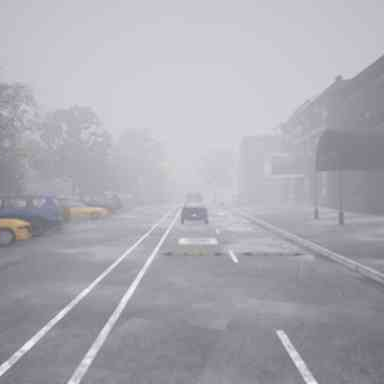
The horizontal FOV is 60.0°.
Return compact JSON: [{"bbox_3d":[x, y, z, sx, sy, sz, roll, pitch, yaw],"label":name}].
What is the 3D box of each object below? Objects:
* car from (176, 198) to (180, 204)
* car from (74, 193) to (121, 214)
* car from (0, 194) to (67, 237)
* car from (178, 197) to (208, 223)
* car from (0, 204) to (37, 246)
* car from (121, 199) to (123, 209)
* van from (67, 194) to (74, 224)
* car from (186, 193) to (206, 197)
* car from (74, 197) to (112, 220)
[{"bbox_3d":[-2.560,2.064,78.952,1.994,1.385,4.181,0,-1,3],"label":"car"},{"bbox_3d":[-9.354,1.146,28.584,5.566,2.045,2.435,-1,0,-20],"label":"car"},{"bbox_3d":[-9.439,1.199,16.717,5.566,2.045,2.435,-1,0,-20],"label":"car"},{"bbox_3d":[0.160,1.410,24.880,1.882,1.535,5.008,0,0,0],"label":"car"},{"bbox_3d":[-9.424,1.459,13.774,5.008,1.535,2.097,-1,0,-20],"label":"car"},{"bbox_3d":[-9.393,1.132,31.512,5.566,2.045,2.435,-1,1,-20],"label":"car"},{"bbox_3d":[-9.508,1.214,19.644,4.442,1.987,1.878,-1,1,-20],"label":"van"},{"bbox_3d":[0.371,1.076,43.317,2.150,2.045,5.566,0,0,2],"label":"car"},{"bbox_3d":[-9.219,1.406,25.687,5.366,1.575,1.946,-1,0,-20],"label":"car"}]
